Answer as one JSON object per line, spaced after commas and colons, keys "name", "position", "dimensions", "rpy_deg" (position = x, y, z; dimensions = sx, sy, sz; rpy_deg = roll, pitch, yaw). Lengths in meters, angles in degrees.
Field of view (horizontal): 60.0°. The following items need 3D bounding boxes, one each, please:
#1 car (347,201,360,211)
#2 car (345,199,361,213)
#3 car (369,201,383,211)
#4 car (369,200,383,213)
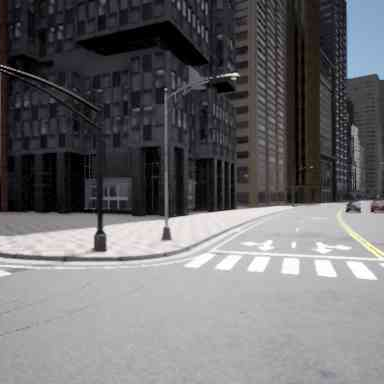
{"name": "car", "position": [26.965, 2.280, 55.502], "dimensions": [1.812, 1.442, 4.674], "rpy_deg": [0, -1, 28]}
{"name": "car", "position": [22.497, 2.150, 46.525], "dimensions": [1.812, 1.442, 4.674], "rpy_deg": [0, -1, 26]}
{"name": "car", "position": [30.393, 2.230, 55.016], "dimensions": [1.882, 1.535, 5.008], "rpy_deg": [0, -1, 28]}
{"name": "car", "position": [26.023, 1.976, 46.334], "dimensions": [2.097, 1.767, 4.553], "rpy_deg": [0, -1, 26]}
